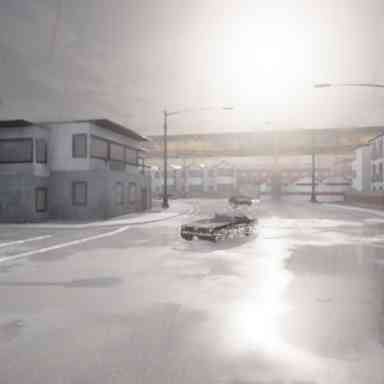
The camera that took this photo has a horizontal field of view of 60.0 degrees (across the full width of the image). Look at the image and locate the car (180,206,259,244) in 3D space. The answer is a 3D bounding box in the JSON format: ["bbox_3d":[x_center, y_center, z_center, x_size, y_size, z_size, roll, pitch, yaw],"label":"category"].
[{"bbox_3d":[1.457,1.637,16.270,1.895,1.301,4.718,1,2,36],"label":"car"}]

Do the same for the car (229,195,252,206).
[{"bbox_3d":[5.850,1.027,40.677,2.033,1.411,5.357,0,1,-6],"label":"car"}]

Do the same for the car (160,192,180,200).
[{"bbox_3d":[-4.257,0.738,63.624,2.128,1.511,4.902,1,-1,-40],"label":"car"}]
